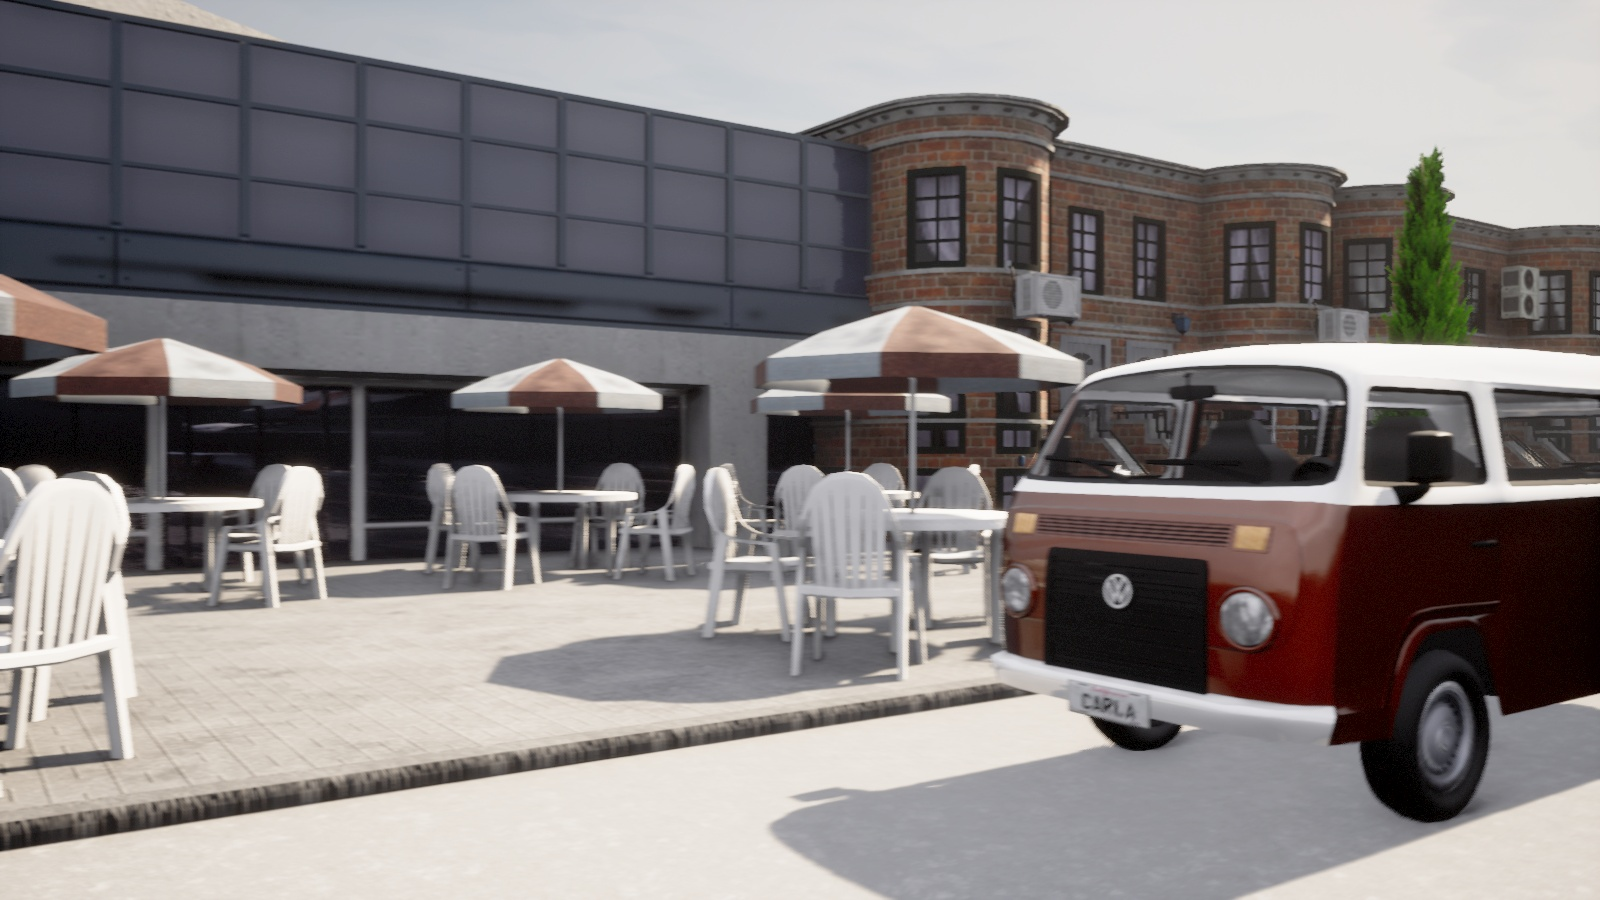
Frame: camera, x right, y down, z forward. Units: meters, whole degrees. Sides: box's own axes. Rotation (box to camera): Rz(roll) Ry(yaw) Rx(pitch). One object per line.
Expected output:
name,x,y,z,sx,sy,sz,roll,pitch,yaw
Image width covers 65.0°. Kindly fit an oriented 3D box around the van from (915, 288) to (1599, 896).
van,2.972,0.477,6.338,4.480,2.038,2.069,0,0,-35
